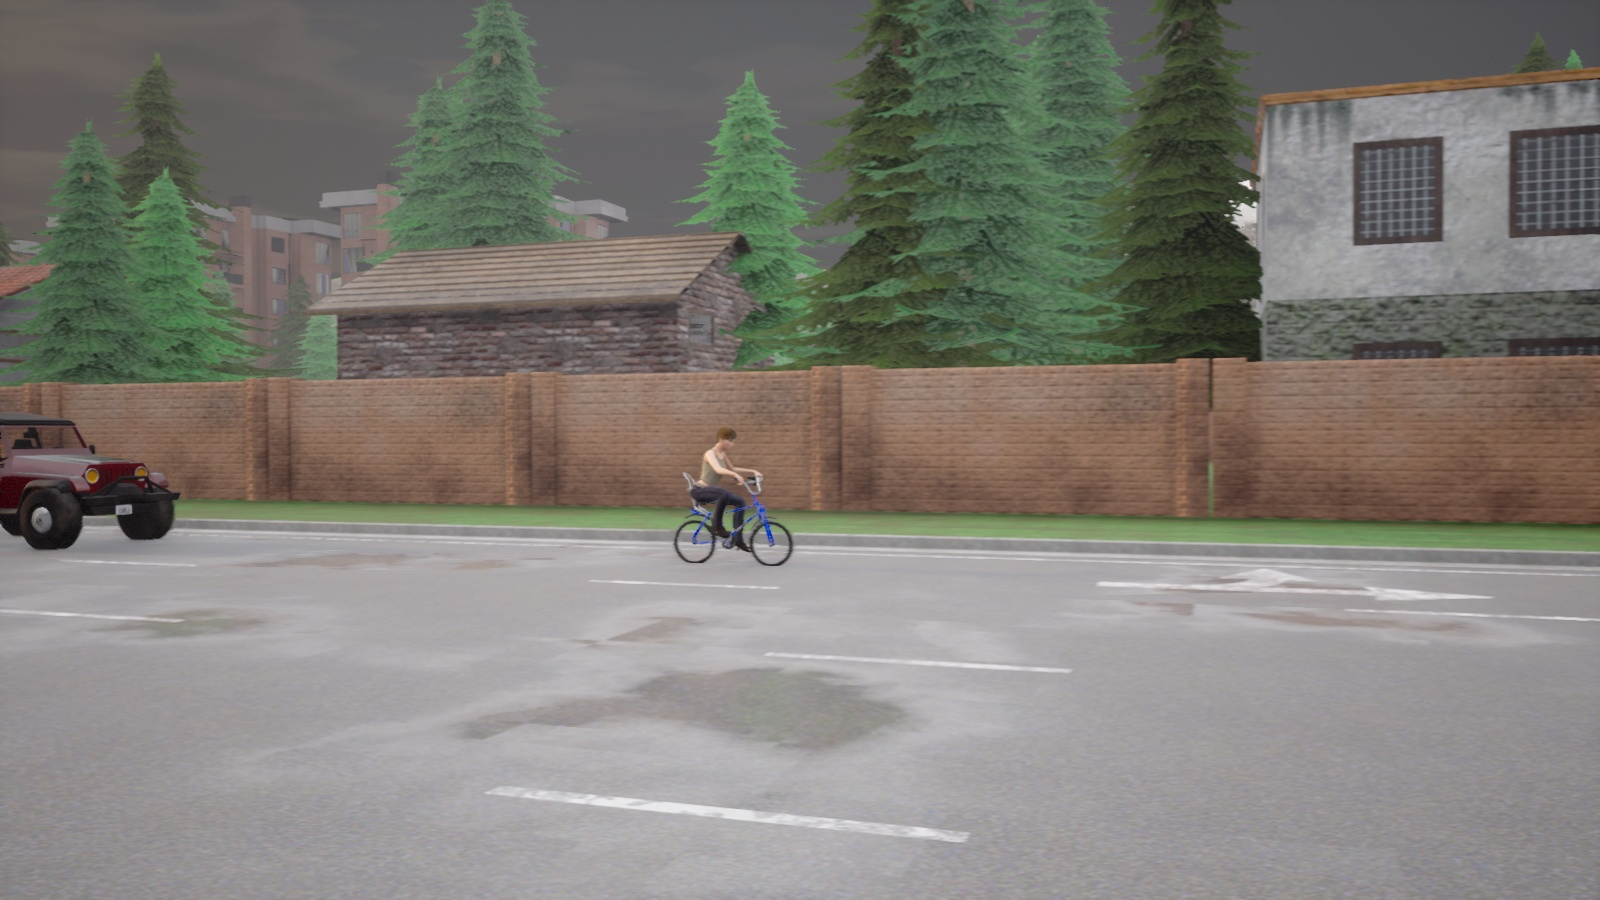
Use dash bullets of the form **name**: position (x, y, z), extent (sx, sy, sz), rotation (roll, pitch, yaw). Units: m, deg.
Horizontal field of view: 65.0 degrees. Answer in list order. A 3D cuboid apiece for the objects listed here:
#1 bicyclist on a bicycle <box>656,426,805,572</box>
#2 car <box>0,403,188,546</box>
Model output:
- **bicyclist on a bicycle**: position (-0.797, 0.528, 14.542), extent (1.509, 1.612, 0.866), rotation (1, 1, 19)
- **car**: position (-11.048, 0.297, 17.981), extent (3.866, 1.878, 1.905), rotation (0, 1, 19)
